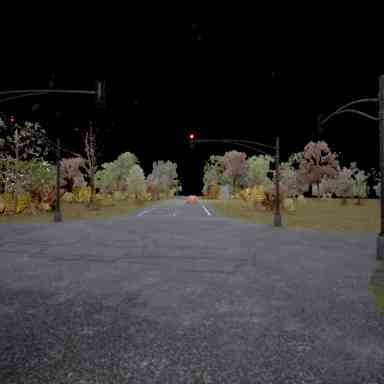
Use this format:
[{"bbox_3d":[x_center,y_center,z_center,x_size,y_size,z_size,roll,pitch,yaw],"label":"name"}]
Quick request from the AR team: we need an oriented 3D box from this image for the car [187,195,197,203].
[{"bbox_3d":[0.020,1.410,67.978,2.097,1.767,4.553,0,0,0],"label":"car"}]

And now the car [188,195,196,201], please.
[{"bbox_3d":[0.023,1.434,78.014,1.812,1.442,4.674,0,0,0],"label":"car"}]
